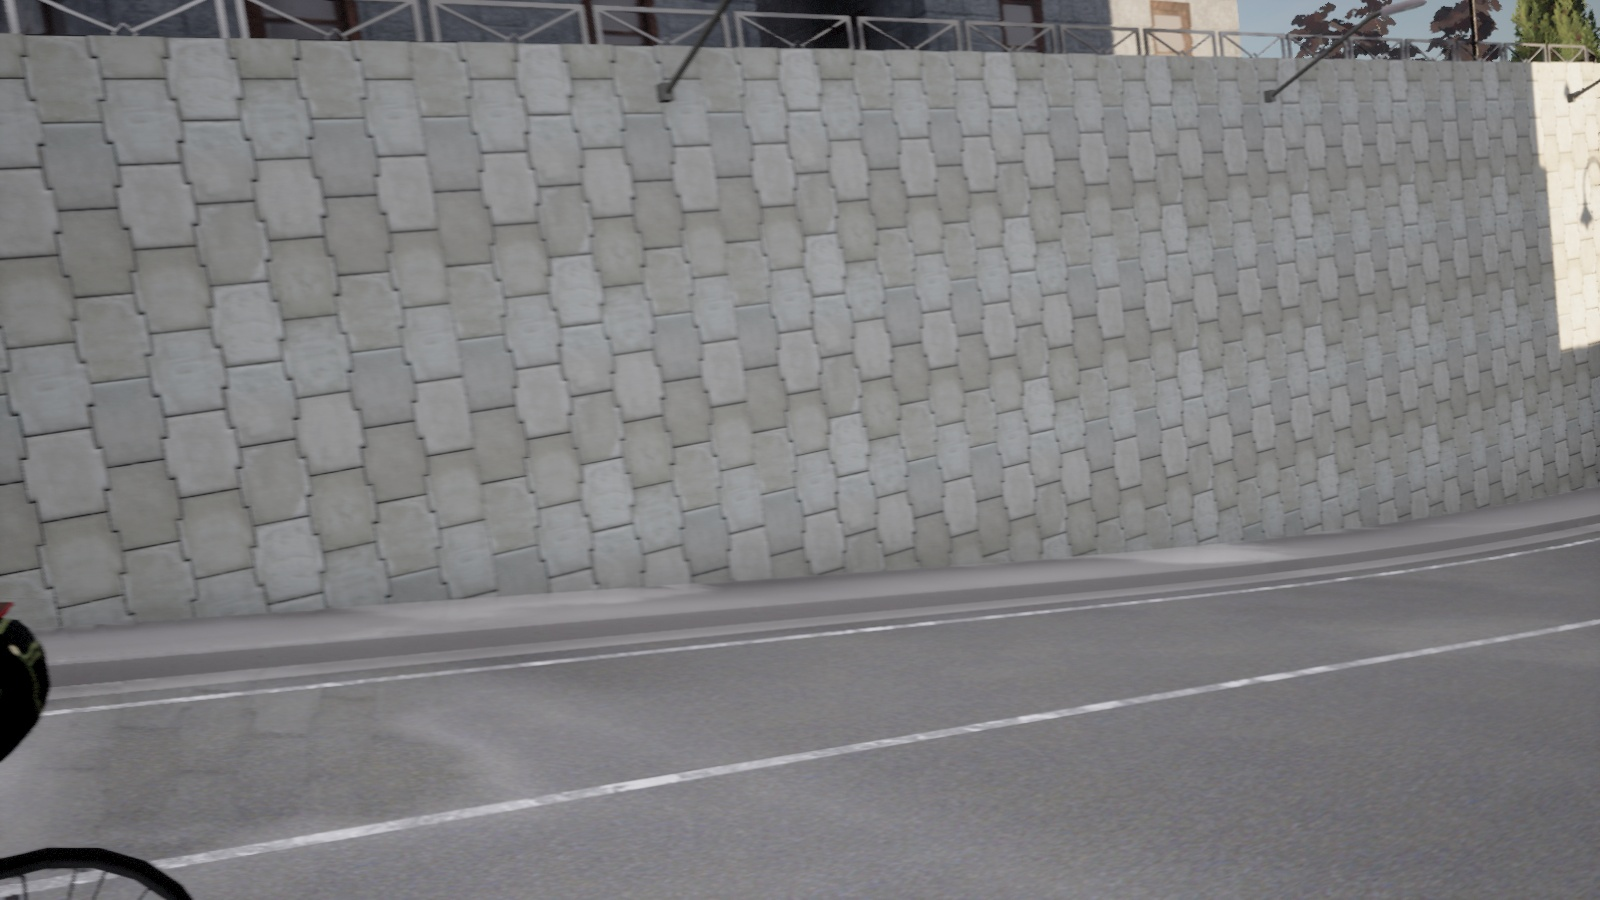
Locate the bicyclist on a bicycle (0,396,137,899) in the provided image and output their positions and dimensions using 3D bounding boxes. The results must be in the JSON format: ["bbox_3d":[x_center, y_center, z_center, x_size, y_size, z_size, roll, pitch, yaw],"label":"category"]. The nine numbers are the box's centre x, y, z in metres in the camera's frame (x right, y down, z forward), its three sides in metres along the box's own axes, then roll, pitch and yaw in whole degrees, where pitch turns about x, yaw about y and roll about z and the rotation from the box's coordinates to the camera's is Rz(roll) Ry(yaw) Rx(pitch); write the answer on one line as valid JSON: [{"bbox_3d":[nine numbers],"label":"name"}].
[{"bbox_3d":[-2.122,0.720,2.181,1.656,1.620,0.582,-1,0,-35],"label":"bicyclist on a bicycle"}]
